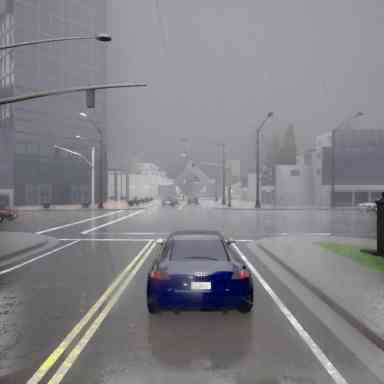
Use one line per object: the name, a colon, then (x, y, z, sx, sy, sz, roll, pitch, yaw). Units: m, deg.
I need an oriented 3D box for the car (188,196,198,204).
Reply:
car: (0.173, 1.491, 63.225, 2.128, 1.511, 4.902, 0, 0, 0)

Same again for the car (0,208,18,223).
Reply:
car: (-16.212, 1.632, 26.090, 4.674, 1.442, 1.812, -1, 0, 0)

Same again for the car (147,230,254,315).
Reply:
car: (0.096, 1.564, 7.662, 1.994, 1.385, 4.181, 0, 0, -2)

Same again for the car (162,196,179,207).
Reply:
car: (-3.531, 1.491, 51.142, 2.128, 1.511, 4.902, 0, 0, 0)

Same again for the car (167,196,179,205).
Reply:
car: (-3.474, 1.505, 61.542, 1.837, 1.490, 4.892, 0, 0, 1)

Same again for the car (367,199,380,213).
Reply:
car: (20.543, 1.515, 33.535, 4.181, 1.385, 1.994, 0, 0, 0)

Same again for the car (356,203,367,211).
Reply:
car: (20.786, 1.477, 37.049, 4.674, 1.442, 1.812, 0, 0, -2)
